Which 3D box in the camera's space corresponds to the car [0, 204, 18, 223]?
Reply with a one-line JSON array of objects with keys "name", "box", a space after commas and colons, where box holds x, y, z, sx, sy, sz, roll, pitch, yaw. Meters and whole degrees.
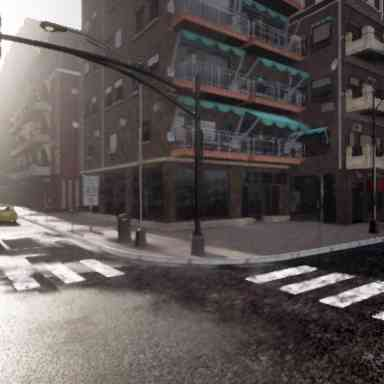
[{"name": "car", "box": [-14.256, 1.558, 25.004, 1.752, 1.417, 4.829, 0, 0, -36]}]
